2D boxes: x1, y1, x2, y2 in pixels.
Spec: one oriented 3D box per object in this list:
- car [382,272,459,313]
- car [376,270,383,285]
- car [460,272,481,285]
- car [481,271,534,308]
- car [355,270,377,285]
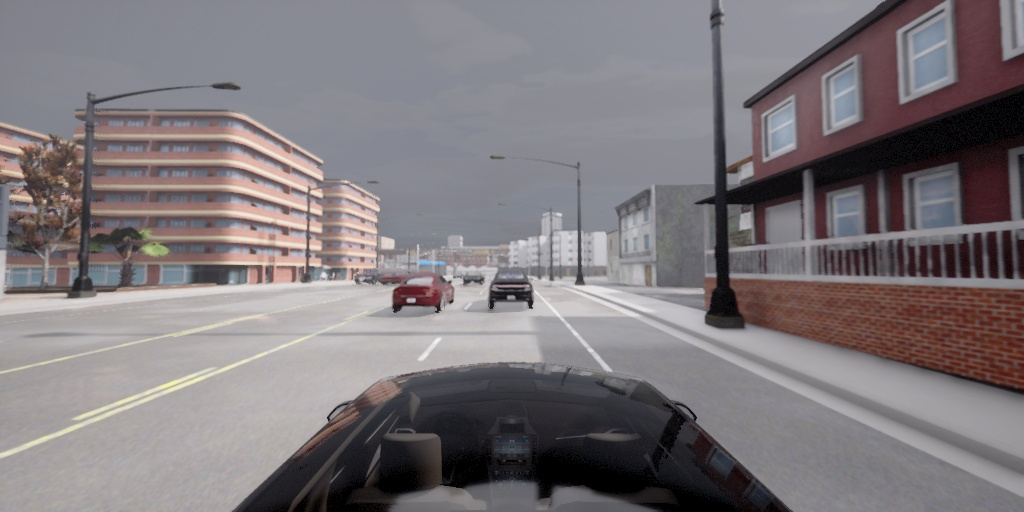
[{"bbox_3d":[-3.535,1.430,14.819,1.812,1.442,4.674,0,-1,0],"label":"car"},{"bbox_3d":[-10.911,2.177,34.182,1.895,1.301,4.718,0,-3,-1],"label":"car"},{"bbox_3d":[-3.732,2.259,35.981,1.895,1.301,4.718,0,-3,-1],"label":"car"},{"bbox_3d":[-0.044,1.420,16.143,2.128,1.511,4.902,0,-1,0],"label":"car"},{"bbox_3d":[-14.434,2.206,36.799,2.128,1.511,4.902,0,-3,-1],"label":"car"}]
